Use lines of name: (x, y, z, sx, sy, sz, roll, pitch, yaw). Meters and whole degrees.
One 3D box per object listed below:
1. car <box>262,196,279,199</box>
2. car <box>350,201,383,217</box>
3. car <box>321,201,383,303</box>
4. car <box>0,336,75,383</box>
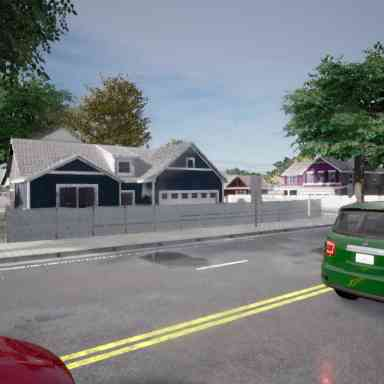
car: (9.886, 1.396, 40.583, 2.097, 1.767, 4.553, -1, 0, -32)
car: (17.027, 1.519, 30.358, 1.994, 1.385, 4.181, -1, 0, -39)
car: (5.102, 1.209, 7.120, 5.566, 2.045, 2.150, 0, 0, -35)
car: (-3.021, 1.476, 1.287, 5.008, 1.535, 1.882, 0, 0, -35)
